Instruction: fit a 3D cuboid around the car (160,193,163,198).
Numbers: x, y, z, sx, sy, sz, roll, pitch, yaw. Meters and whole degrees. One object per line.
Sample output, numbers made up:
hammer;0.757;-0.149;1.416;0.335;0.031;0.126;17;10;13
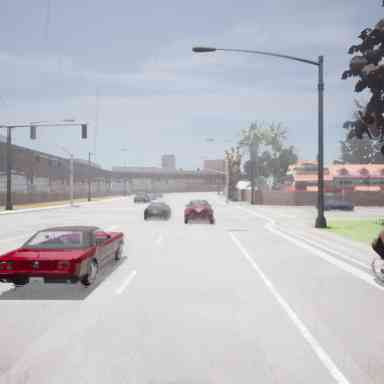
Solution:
car;-8.978;0.967;90.819;1.994;1.385;4.181;0;1;1

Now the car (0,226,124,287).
car;-3.267;1.601;9.332;1.895;1.301;4.718;0;0;1

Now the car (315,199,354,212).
car;16.776;1.564;39.160;4.181;1.385;1.994;0;0;-1

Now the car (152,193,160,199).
car;-9.223;1.226;76.320;2.033;1.411;5.357;0;1;1

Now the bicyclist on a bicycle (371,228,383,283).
bicyclist on a bicycle;4.561;1.434;7.506;0.582;1.620;1.656;-16;1;-11

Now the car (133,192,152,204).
car;-9.508;1.081;62.657;2.150;2.045;5.566;0;1;1

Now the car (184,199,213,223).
car;0.523;1.351;25.665;2.097;1.767;4.553;0;0;1

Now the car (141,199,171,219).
car;-2.924;1.563;28.752;1.994;1.385;4.181;0;0;1
